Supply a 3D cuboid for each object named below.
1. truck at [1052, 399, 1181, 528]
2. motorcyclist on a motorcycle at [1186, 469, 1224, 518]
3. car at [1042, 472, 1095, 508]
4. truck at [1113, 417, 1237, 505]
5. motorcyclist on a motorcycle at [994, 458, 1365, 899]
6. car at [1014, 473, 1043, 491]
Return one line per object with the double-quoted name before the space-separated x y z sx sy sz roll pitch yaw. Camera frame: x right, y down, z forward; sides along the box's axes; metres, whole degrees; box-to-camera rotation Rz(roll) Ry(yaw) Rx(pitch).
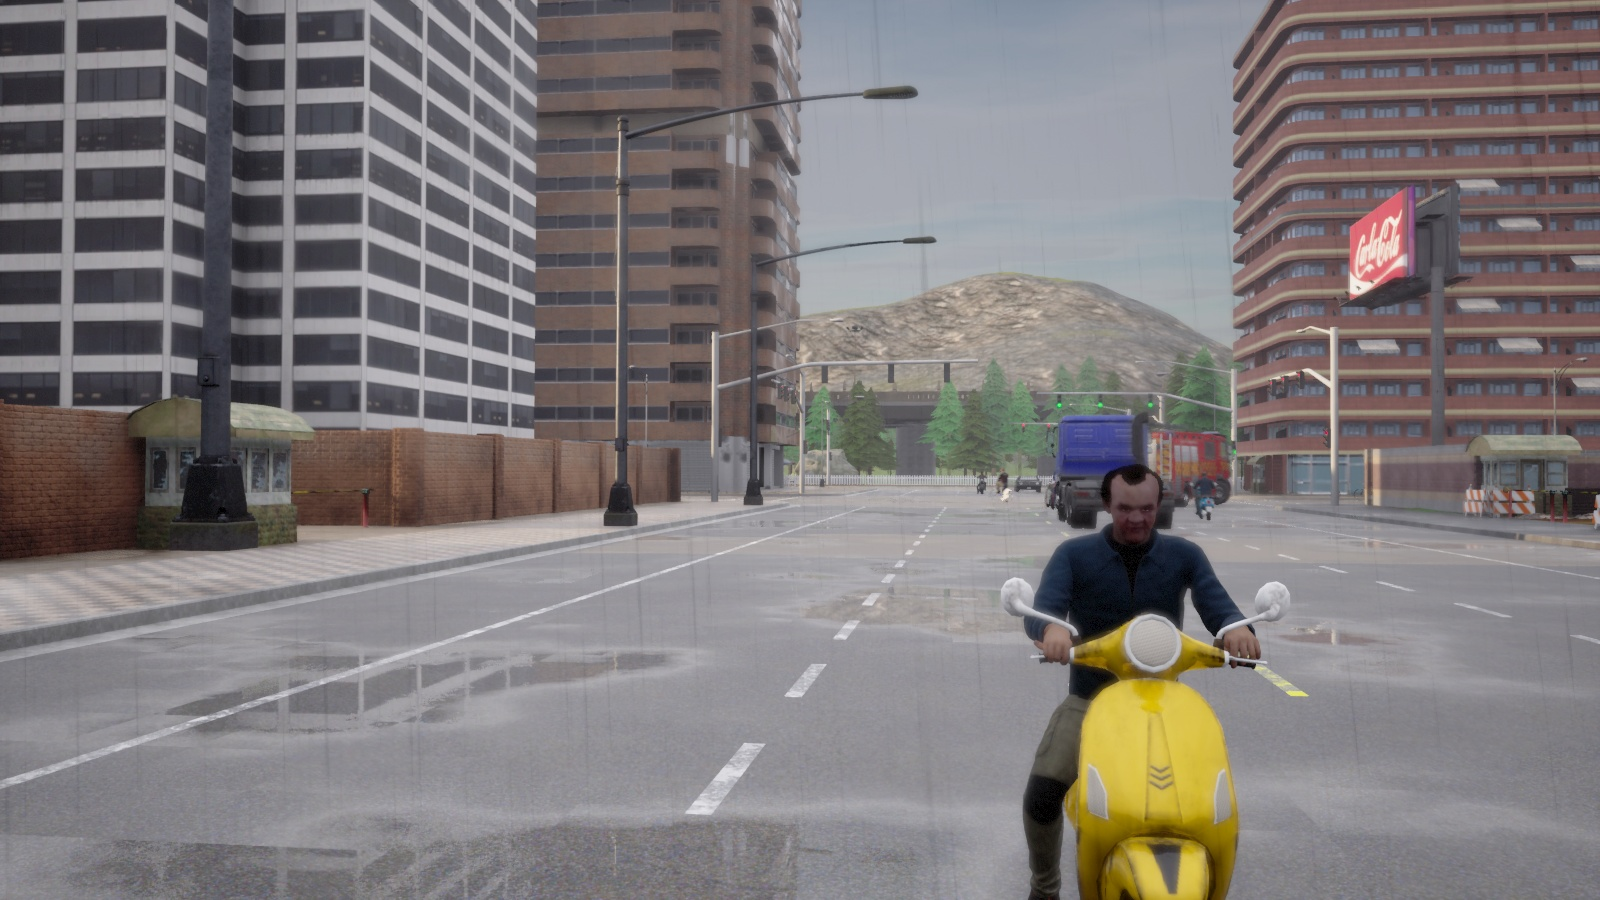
"truck" 9.303 0.428 37.769 2.891 3.462 7.936 0 -1 8
"motorcyclist on a motorcycle" 13.361 1.410 41.489 0.866 1.590 1.817 0 -1 8
"car" 11.499 1.688 54.051 1.845 1.501 3.633 0 -1 6
"truck" 17.804 0.570 59.182 2.891 3.827 8.468 -1 -2 36
"motorcyclist on a motorcycle" 1.080 0.831 4.042 0.866 1.590 1.817 0 -1 8
"car" 17.337 2.444 95.418 1.895 1.301 4.718 0 -1 8
